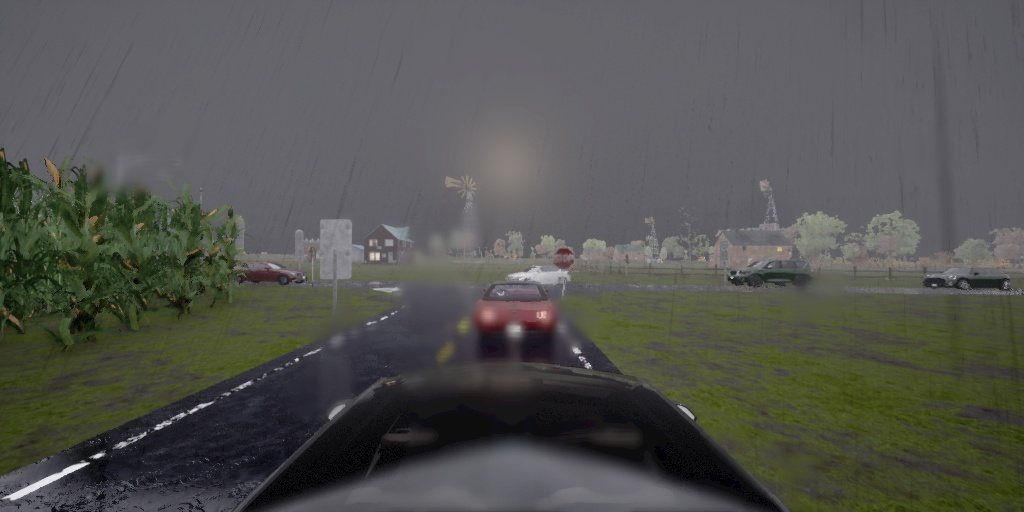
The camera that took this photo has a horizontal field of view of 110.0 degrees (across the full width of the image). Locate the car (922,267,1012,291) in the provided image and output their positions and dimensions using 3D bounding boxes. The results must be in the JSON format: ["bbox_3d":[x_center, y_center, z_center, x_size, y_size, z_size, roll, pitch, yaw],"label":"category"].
[{"bbox_3d":[32.978,1.559,26.104,4.553,1.767,2.097,1,-1,0],"label":"car"}]

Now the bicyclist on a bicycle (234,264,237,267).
[{"bbox_3d":[-22.674,0.996,28.897,0.582,1.620,1.656,1,0,0],"label":"bicyclist on a bicycle"}]

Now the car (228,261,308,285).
[{"bbox_3d":[-15.649,1.079,22.957,4.674,1.442,1.812,1,-1,0],"label":"car"}]

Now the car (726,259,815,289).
[{"bbox_3d":[18.744,1.253,26.053,5.566,2.045,2.150,1,-1,0],"label":"car"}]

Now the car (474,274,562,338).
[{"bbox_3d":[0.139,1.353,10.202,1.895,1.301,4.718,0,0,1],"label":"car"}]

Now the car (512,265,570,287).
[{"bbox_3d":[1.712,1.312,23.330,4.674,1.442,1.812,1,-1,-34],"label":"car"}]

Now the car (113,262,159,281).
[{"bbox_3d":[-25.938,0.647,22.918,5.566,2.045,2.150,1,-1,0],"label":"car"}]
